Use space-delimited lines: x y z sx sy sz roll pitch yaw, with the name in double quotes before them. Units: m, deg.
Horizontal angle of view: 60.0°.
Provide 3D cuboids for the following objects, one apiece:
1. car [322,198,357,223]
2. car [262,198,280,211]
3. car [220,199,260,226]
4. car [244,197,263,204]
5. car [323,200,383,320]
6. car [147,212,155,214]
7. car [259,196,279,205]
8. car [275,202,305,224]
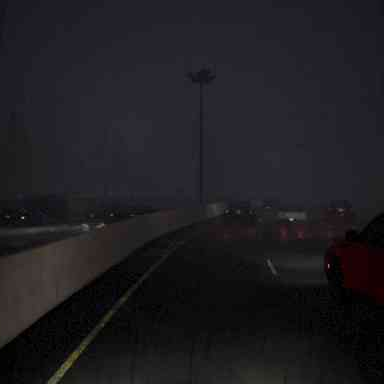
"car" 11.773 1.397 26.845 2.097 1.767 4.553 0 0 18
"car" 9.839 1.549 40.598 1.837 1.490 4.892 0 0 25
"car" 3.620 1.372 24.009 2.097 1.767 4.553 0 0 15
"car" 11.866 1.619 64.003 1.994 1.385 4.181 0 0 37
"car" 3.878 1.235 5.024 2.150 2.045 5.566 0 0 3
"car" -3.989 1.597 23.512 1.895 1.301 4.718 0 0 14
"car" 14.229 1.568 61.324 1.837 1.490 4.892 0 0 38
"car" 7.647 1.633 25.541 1.895 1.301 4.718 0 0 17
